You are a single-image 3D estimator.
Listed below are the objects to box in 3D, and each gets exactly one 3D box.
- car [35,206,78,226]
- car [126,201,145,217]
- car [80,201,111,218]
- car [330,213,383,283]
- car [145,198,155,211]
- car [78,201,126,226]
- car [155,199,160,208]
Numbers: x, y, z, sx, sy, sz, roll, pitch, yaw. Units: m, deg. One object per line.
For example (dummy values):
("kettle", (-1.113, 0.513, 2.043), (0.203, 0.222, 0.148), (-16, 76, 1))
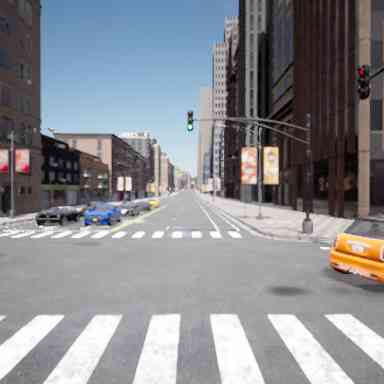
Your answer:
("car", (-9.833, 1.755, 24.917), (1.895, 1.301, 4.718), (0, 0, 0))
("car", (-6.564, 1.705, 34.506), (2.128, 1.511, 4.902), (0, 0, 0))
("car", (-9.820, 1.717, 34.230), (1.837, 1.490, 4.892), (0, 0, 0))
("car", (6.064, 1.400, 8.883), (4.553, 1.767, 2.097), (0, 1, -20))
("car", (-6.552, 1.838, 44.570), (1.994, 1.385, 4.181), (0, 0, 0))
("car", (-6.579, 1.632, 25.014), (1.882, 1.535, 5.008), (0, 0, 0))
("car", (-6.489, 1.811, 55.007), (1.882, 1.535, 5.008), (0, 0, 1))
